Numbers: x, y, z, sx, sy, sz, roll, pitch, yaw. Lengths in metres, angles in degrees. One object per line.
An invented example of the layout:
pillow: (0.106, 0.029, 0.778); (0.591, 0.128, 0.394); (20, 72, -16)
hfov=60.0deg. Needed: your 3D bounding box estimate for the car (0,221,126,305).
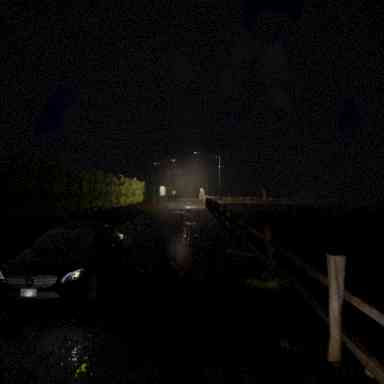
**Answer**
car: (-2.844, 1.487, 8.146); (1.812, 1.442, 4.674); (0, 0, 0)
